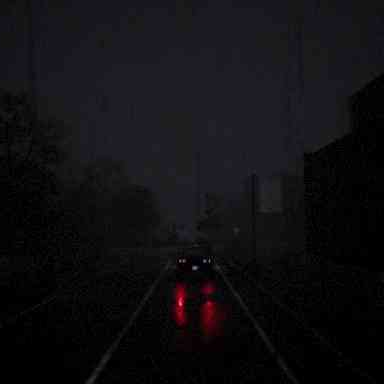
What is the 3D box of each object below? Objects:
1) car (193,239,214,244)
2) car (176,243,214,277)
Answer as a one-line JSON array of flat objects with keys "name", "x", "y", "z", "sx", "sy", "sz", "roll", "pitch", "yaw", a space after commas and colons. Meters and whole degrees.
[{"name": "car", "x": 1.089, "y": 5.250, "z": 32.143, "sx": 2.128, "sy": 1.511, "sz": 4.902, "roll": -1, "pitch": -7, "yaw": 7}, {"name": "car", "x": 0.126, "y": 3.723, "z": 18.168, "sx": 1.812, "sy": 1.442, "sz": 4.674, "roll": 0, "pitch": -7, "yaw": 0}]
